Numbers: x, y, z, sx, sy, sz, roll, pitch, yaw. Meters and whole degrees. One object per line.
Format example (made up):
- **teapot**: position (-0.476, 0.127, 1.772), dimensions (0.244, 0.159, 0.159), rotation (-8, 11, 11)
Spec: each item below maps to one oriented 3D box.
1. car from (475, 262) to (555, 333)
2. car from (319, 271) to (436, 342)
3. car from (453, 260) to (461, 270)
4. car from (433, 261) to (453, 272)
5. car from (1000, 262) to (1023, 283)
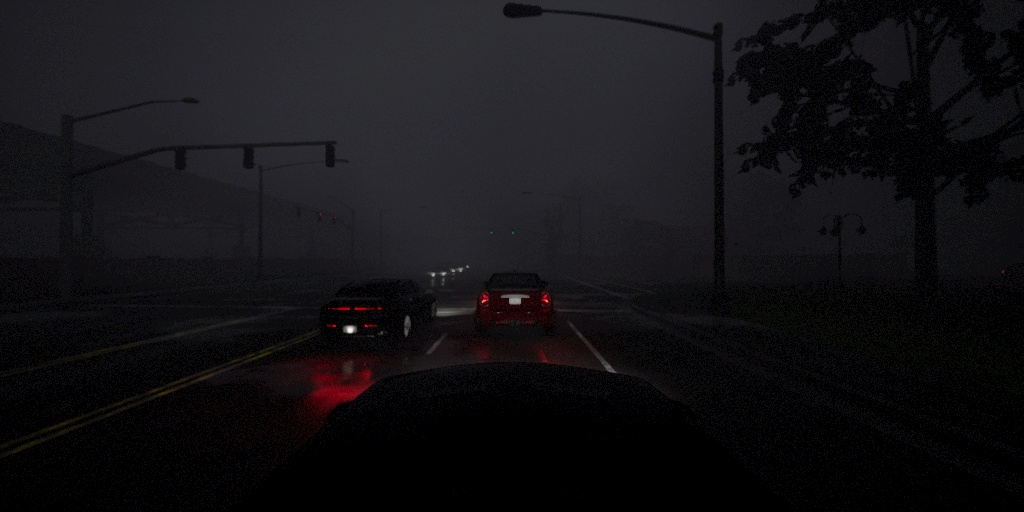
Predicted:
- **car**: position (0.087, 1.195, 11.280), dimensions (2.097, 1.767, 4.553), rotation (0, -1, 0)
- **car**: position (-3.419, 1.336, 10.010), dimensions (1.837, 1.490, 4.892), rotation (0, -1, 0)
- **car**: position (-10.565, 1.652, 62.625), dimensions (1.812, 1.442, 4.674), rotation (0, 0, 0)
- **car**: position (-10.589, 1.667, 53.904), dimensions (1.812, 1.442, 4.674), rotation (0, 0, 0)
- **car**: position (43.286, 1.377, 29.489), dimensions (4.553, 1.767, 2.097), rotation (0, -1, -6)
